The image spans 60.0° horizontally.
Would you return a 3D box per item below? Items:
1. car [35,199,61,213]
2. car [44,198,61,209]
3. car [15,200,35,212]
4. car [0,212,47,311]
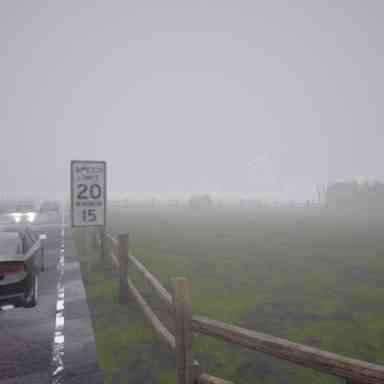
[{"bbox_3d":[-15.153,1.480,35.530,2.128,1.511,4.902,0,0,-21],"label":"car"},{"bbox_3d":[-18.948,1.586,45.269,1.895,1.301,4.718,0,0,-21],"label":"car"},{"bbox_3d":[-19.627,1.607,39.366,1.895,1.301,4.718,0,0,-21],"label":"car"},{"bbox_3d":[-4.444,1.477,7.521,1.882,1.535,5.008,0,0,-21],"label":"car"}]
